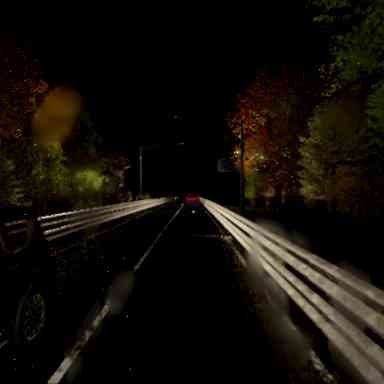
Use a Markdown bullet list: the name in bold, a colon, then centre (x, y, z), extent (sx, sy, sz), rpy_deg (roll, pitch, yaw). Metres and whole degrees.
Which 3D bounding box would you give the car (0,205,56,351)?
- **car**: centre (-3.308, 1.204, 3.218), extent (2.150, 2.045, 5.566), rpy_deg (0, 0, 0)

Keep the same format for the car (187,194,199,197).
- **car**: centre (0.128, 1.336, 49.374), extent (2.150, 2.045, 5.566), rpy_deg (0, -1, 0)

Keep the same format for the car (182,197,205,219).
- **car**: centre (0.117, 1.451, 29.097), extent (1.882, 1.535, 5.008), rpy_deg (0, -1, 0)
